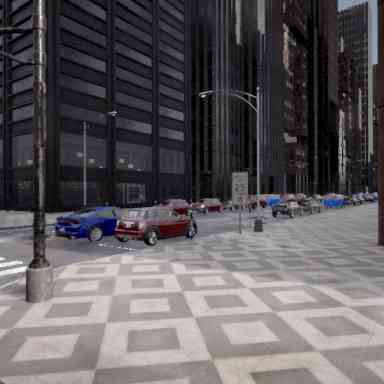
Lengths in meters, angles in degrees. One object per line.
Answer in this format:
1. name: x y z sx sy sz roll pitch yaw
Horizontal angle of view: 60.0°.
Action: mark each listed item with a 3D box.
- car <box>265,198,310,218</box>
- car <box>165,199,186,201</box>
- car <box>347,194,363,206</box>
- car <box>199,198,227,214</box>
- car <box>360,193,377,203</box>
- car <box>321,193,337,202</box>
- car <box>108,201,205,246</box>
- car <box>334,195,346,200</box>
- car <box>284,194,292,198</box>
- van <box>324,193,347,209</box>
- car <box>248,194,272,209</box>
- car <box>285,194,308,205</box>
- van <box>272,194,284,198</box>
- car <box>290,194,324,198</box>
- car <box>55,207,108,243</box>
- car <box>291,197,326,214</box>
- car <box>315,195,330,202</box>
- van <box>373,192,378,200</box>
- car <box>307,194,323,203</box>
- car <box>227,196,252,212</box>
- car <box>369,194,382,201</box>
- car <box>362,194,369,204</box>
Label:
1. car: 8.354 1.463 28.862 2.008 1.369 4.403 0 0 36
2. car: -1.853 1.397 29.270 1.967 1.590 4.097 0 0 36
3. car: 24.726 1.420 51.633 1.947 1.339 4.313 0 0 36
4. car: 1.422 1.383 33.824 1.967 1.590 4.097 0 0 36
5. car: 34.550 1.370 65.296 1.887 1.381 4.507 0 0 36
6. car: 30.893 1.162 74.814 2.192 1.841 5.009 0 0 36
7. car: -1.469 1.393 15.200 1.967 1.590 4.097 0 0 36
8. car: 37.443 1.397 83.923 1.947 1.339 4.313 0 0 36
9. car: 14.520 1.210 52.042 2.192 1.841 5.009 0 0 36
10. van: 18.177 1.217 42.524 1.690 1.788 3.998 0 0 36
11. car: 7.971 1.233 42.933 2.192 1.841 5.009 0 0 36
12. car: 17.794 1.200 56.596 2.192 1.841 5.009 0 0 36
13. van: 11.245 1.248 47.487 1.690 1.788 3.998 0 0 36
14. car: 14.540 1.382 42.028 2.128 1.511 4.902 0 0 36
15. car: -4.076 1.442 16.138 1.882 1.535 5.008 0 0 36
16. car: 11.629 1.465 33.417 1.947 1.339 4.313 0 0 36
17. car: 27.619 1.407 70.260 2.008 1.369 4.403 0 0 36
18. van: 37.823 1.157 69.849 1.690 1.788 3.998 0 0 36
19. car: 24.344 1.305 65.706 1.967 1.590 4.097 0 0 36
20. car: 4.697 1.481 38.379 2.008 1.369 4.403 0 0 36
21. car: 41.098 1.248 74.404 1.967 1.590 4.097 0 0 36
22. car: 28.001 1.410 56.187 1.947 1.339 4.313 0 0 36
